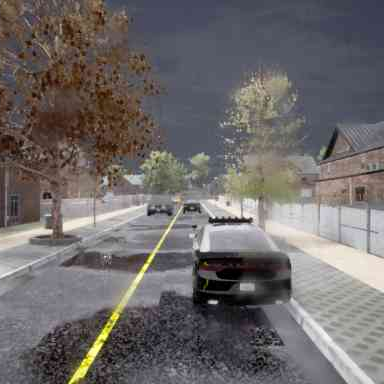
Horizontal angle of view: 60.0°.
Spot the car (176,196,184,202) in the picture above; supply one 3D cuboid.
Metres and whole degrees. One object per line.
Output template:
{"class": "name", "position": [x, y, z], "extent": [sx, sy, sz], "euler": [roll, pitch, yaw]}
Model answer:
{"class": "car", "position": [-2.921, 1.725, 83.157], "extent": [1.895, 1.301, 4.718], "euler": [0, 0, 0]}

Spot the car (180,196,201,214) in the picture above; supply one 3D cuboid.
{"class": "car", "position": [0.004, 1.503, 36.279], "extent": [1.882, 1.535, 5.008], "euler": [0, 0, 0]}

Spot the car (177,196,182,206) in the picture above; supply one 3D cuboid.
{"class": "car", "position": [-2.867, 1.530, 56.686], "extent": [1.882, 1.535, 5.008], "euler": [0, 0, 0]}

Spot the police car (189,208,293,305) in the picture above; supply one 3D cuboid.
{"class": "police car", "position": [0.945, 1.430, 8.288], "extent": [1.930, 1.638, 5.238], "euler": [0, 0, 0]}

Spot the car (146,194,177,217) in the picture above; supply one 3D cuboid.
{"class": "car", "position": [-2.915, 1.242, 31.335], "extent": [2.150, 2.045, 5.566], "euler": [0, 0, 0]}

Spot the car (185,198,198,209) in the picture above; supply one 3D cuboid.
{"class": "car", "position": [-0.044, 1.564, 46.724], "extent": [1.812, 1.442, 4.674], "euler": [0, 0, 0]}
